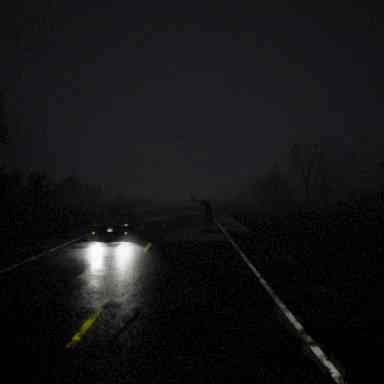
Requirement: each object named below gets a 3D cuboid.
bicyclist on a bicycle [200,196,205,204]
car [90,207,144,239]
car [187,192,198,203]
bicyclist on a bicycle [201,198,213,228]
[{"bbox_3d":[0.966,1.213,28.029,0.659,1.776,1.843,0,1,0],"label":"bicyclist on a bicycle"},{"bbox_3d":[-3.598,1.473,16.504,1.994,1.385,4.181,0,0,0],"label":"car"},{"bbox_3d":[0.102,1.198,58.625,1.994,1.385,4.181,0,0,0],"label":"car"},{"bbox_3d":[0.966,1.346,19.372,0.582,1.620,1.656,0,0,0],"label":"bicyclist on a bicycle"}]
